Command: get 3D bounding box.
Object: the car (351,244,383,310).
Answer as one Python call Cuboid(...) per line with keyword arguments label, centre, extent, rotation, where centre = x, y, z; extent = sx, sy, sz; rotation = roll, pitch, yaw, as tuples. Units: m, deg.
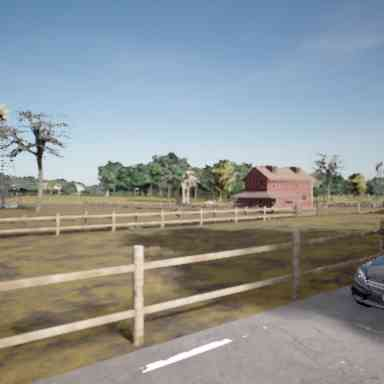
Cuboid(label="car", centre=(5.155, 1.509, 6.746), extent=(4.674, 1.442, 1.812), rotation=(0, 0, -35))
